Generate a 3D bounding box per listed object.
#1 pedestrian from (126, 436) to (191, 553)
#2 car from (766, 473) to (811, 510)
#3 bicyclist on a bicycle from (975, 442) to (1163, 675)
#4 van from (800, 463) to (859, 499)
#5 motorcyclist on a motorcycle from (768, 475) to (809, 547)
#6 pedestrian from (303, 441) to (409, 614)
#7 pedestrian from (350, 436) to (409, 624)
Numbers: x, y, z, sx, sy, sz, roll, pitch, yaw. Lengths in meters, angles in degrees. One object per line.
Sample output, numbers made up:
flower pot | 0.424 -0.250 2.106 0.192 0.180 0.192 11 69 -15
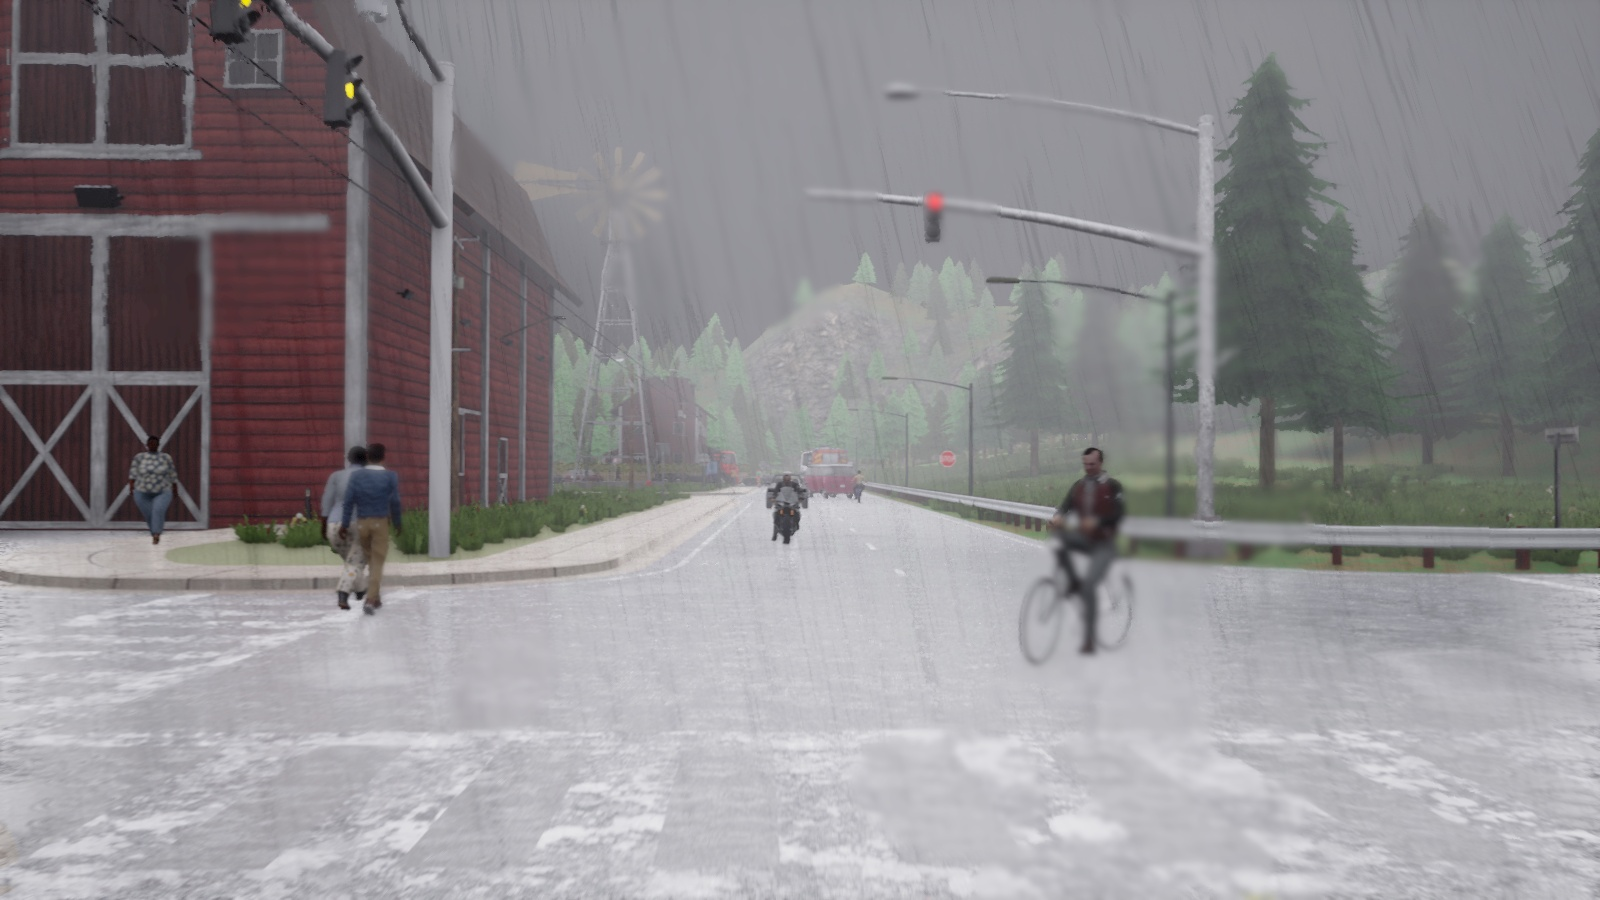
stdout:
pedestrian | -10.492 0.715 20.580 0.874 1.855 0.900 0 -1 -22
car | -0.498 1.717 52.985 1.816 1.474 4.193 0 -1 -1
bicyclist on a bicycle | 2.274 0.839 10.464 0.659 1.776 1.843 1 -1 43
van | 1.629 1.764 71.907 1.775 1.987 4.442 1 -1 -22
motorcyclist on a motorcycle | -0.265 1.316 27.816 0.866 1.530 2.191 0 -1 -1
pedestrian | -4.911 0.843 13.947 0.874 1.855 0.900 0 -1 -1
pedestrian | -4.479 0.832 13.408 0.423 1.949 0.788 0 -1 -5
